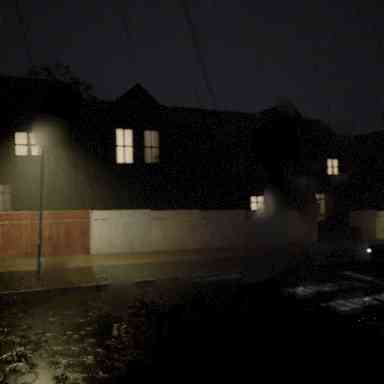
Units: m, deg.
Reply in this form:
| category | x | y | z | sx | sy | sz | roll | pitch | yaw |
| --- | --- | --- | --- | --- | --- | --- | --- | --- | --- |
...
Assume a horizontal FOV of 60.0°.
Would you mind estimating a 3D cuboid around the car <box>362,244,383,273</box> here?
| category | x | y | z | sx | sy | sz | roll | pitch | yaw |
| --- | --- | --- | --- | --- | --- | --- | --- | --- | --- |
| car | 7.655 | 1.930 | 10.448 | 4.718 | 1.301 | 1.895 | 2 | -1 | -25 |
